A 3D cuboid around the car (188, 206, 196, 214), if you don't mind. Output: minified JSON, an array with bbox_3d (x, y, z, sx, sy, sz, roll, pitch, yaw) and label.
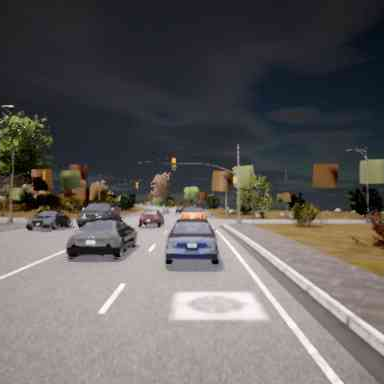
[{"bbox_3d":[0.003,4.813,89.434,2.097,1.767,4.553,0,-1,0],"label":"car"}]

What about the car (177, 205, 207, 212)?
[{"bbox_3d":[0.273,2.065,28.558,2.097,1.767,4.553,0,-3,6],"label":"car"}]

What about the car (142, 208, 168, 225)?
[{"bbox_3d":[-3.473,2.263,28.999,1.812,1.442,4.674,0,-3,1],"label":"car"}]

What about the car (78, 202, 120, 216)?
[{"bbox_3d":[-7.010,1.801,25.624,2.150,2.045,5.566,0,-3,0],"label":"car"}]

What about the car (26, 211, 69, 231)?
[{"bbox_3d":[-10.522,2.097,24.701,1.994,1.385,4.181,0,-3,0],"label":"car"}]

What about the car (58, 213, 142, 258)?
[{"bbox_3d":[-3.479,1.747,13.514,1.994,1.385,4.181,0,-1,1],"label":"car"}]

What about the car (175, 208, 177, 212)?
[{"bbox_3d":[-3.497,4.958,89.462,1.837,1.490,4.892,0,-1,0],"label":"car"}]

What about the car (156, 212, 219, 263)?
[{"bbox_3d":[0.010,1.715,12.614,2.033,1.411,5.357,0,-1,0],"label":"car"}]
